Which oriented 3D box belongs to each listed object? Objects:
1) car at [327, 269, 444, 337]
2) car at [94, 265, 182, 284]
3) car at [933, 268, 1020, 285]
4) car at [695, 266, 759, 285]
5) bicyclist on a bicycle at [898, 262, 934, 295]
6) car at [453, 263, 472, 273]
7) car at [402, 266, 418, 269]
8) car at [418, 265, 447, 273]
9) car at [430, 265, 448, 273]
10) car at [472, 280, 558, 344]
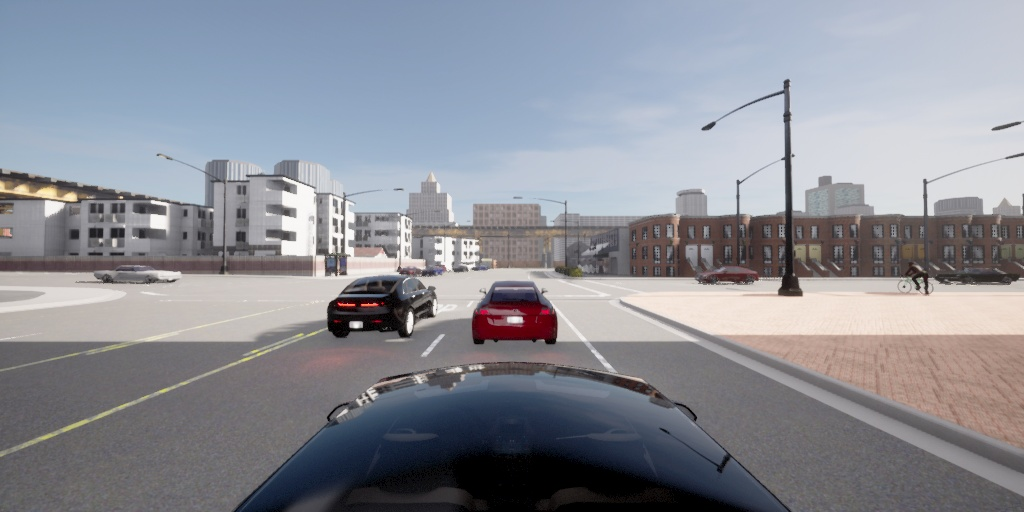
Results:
[{"bbox_3d":[-3.450,1.290,10.363,1.837,1.490,4.892,0,0,0],"label":"car"},{"bbox_3d":[-27.213,1.346,26.232,4.718,1.301,1.895,1,-1,-1],"label":"car"},{"bbox_3d":[37.080,1.629,28.738,4.718,1.301,1.895,0,-1,1],"label":"car"},{"bbox_3d":[17.438,1.564,29.146,4.674,1.442,1.812,0,-1,1],"label":"car"},{"bbox_3d":[20.347,1.124,18.119,0.582,1.620,1.656,0,-1,1],"label":"bicyclist on a bicycle"},{"bbox_3d":[-9.119,2.331,64.236,1.895,1.301,4.718,0,-1,5],"label":"car"},{"bbox_3d":[-13.613,1.973,47.869,1.994,1.385,4.181,0,-1,3],"label":"car"},{"bbox_3d":[-10.184,1.977,46.217,1.895,1.301,4.718,0,-1,3],"label":"car"},{"bbox_3d":[-12.736,2.227,62.736,1.812,1.442,4.674,0,-1,4],"label":"car"},{"bbox_3d":[0.054,1.344,9.656,1.994,1.385,4.181,0,0,0],"label":"car"}]
